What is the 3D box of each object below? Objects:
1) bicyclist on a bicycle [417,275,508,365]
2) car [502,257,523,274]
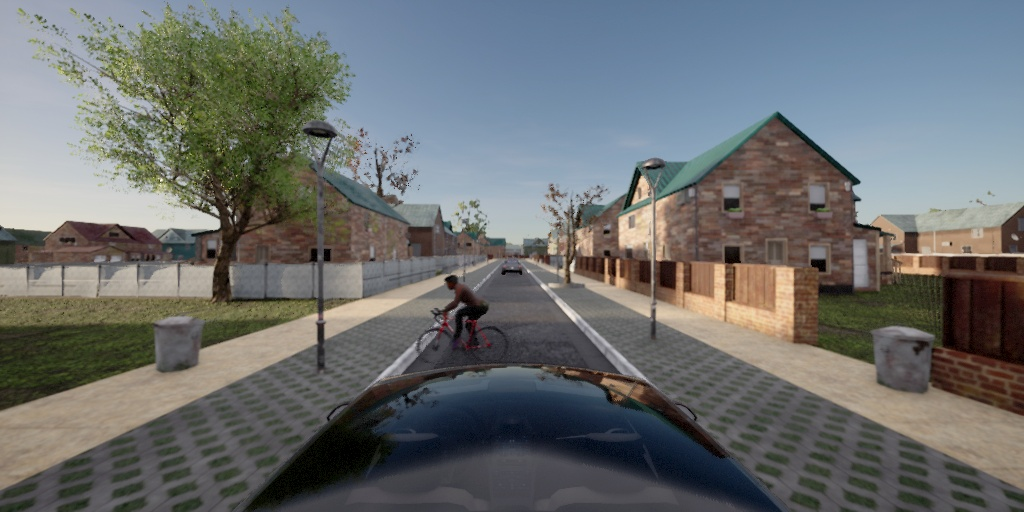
[{"bbox_3d":[-0.907,1.162,6.462,1.656,1.620,0.582,-2,0,0],"label":"bicyclist on a bicycle"},{"bbox_3d":[0.032,1.070,35.567,1.994,1.385,4.181,0,0,0],"label":"car"}]
